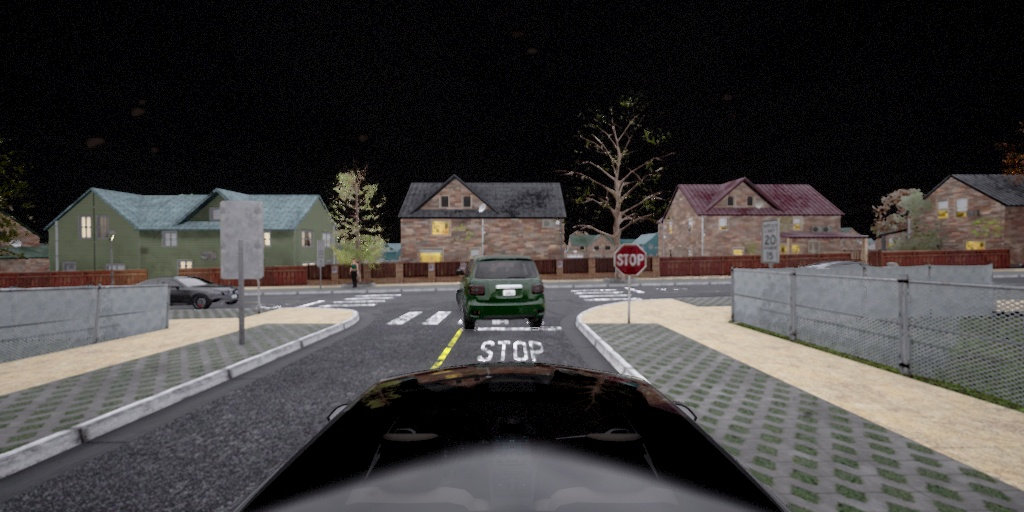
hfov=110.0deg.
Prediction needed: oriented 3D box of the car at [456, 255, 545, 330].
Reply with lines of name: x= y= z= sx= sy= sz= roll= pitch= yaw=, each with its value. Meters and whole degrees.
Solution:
car: x=-0.541 y=0.989 z=11.426 sx=2.150 sy=2.045 sz=5.566 roll=0 pitch=0 yaw=-10

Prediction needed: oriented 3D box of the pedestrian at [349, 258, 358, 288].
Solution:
pedestrian: x=-9.654 y=1.036 z=21.970 sx=0.375 sy=1.860 sz=0.375 roll=0 pitch=2 yaw=0

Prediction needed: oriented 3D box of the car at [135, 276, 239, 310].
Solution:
car: x=-14.814 y=1.622 z=16.109 sx=4.674 sy=1.442 sz=1.812 roll=-1 pitch=1 yaw=0

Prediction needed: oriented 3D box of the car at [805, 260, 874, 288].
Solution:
car: x=15.082 y=0.916 z=16.158 sx=4.674 sy=1.442 sz=1.812 roll=-1 pitch=1 yaw=0

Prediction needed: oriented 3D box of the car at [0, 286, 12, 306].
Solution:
car: x=-25.082 y=1.831 z=16.090 sx=4.902 sy=1.511 sz=2.128 roll=-1 pitch=1 yaw=0
